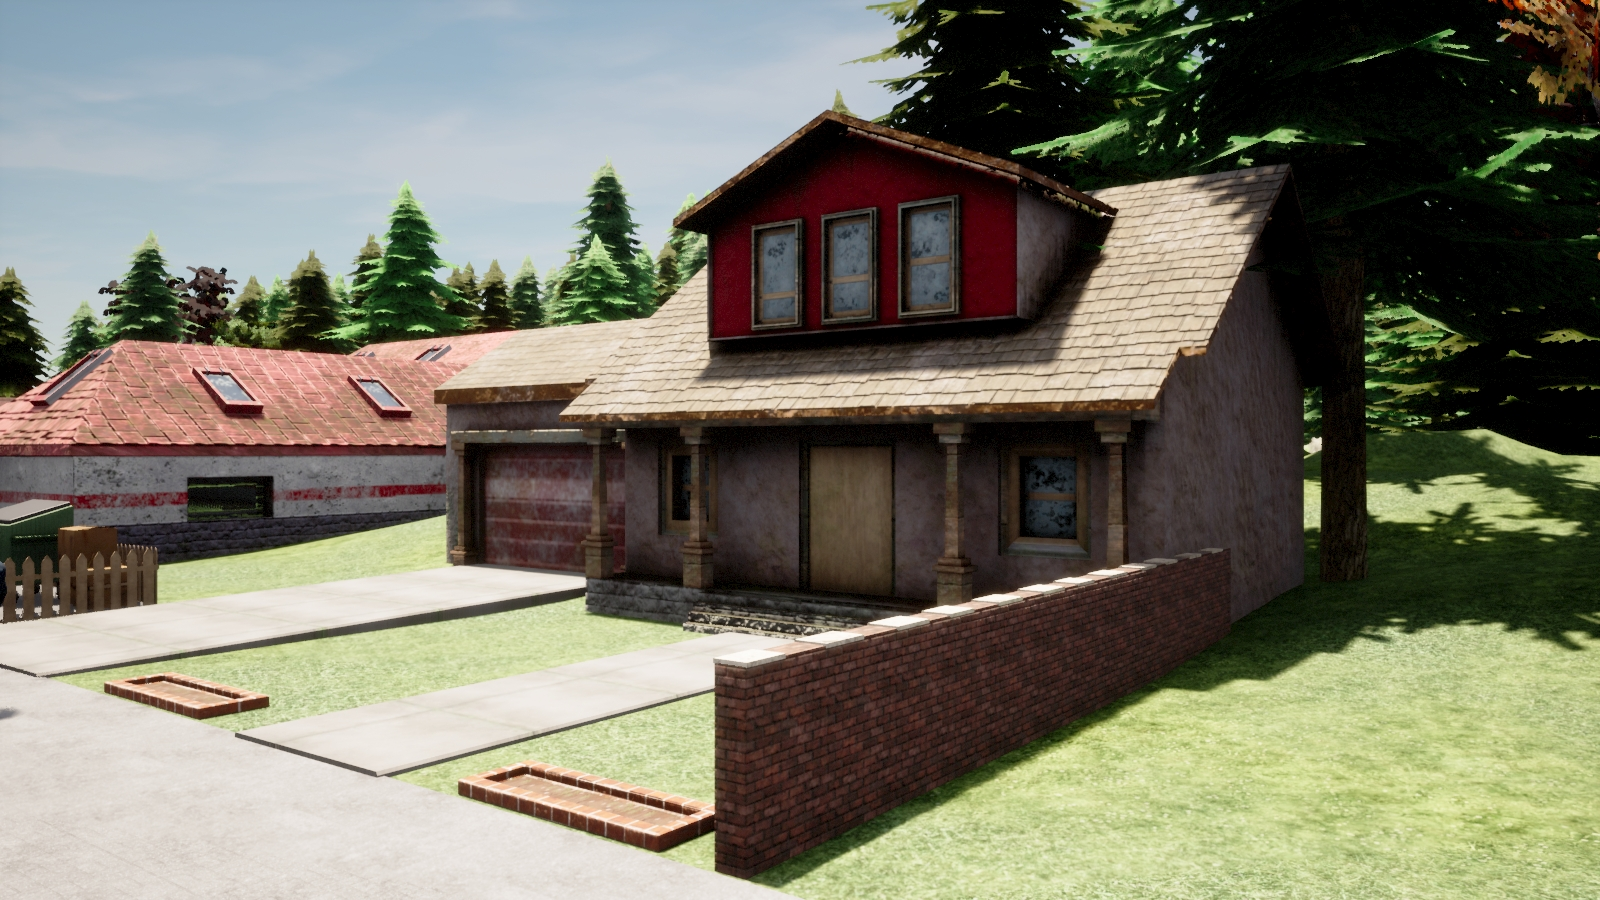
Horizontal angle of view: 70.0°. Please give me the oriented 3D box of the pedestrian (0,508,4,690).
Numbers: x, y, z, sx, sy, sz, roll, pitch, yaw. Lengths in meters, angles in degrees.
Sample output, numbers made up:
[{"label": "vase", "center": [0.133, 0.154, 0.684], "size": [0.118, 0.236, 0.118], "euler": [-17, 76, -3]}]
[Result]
[{"label": "pedestrian", "center": [-8.427, 1.524, 11.657], "size": [0.375, 1.860, 0.375], "euler": [0, 0, 31]}]
